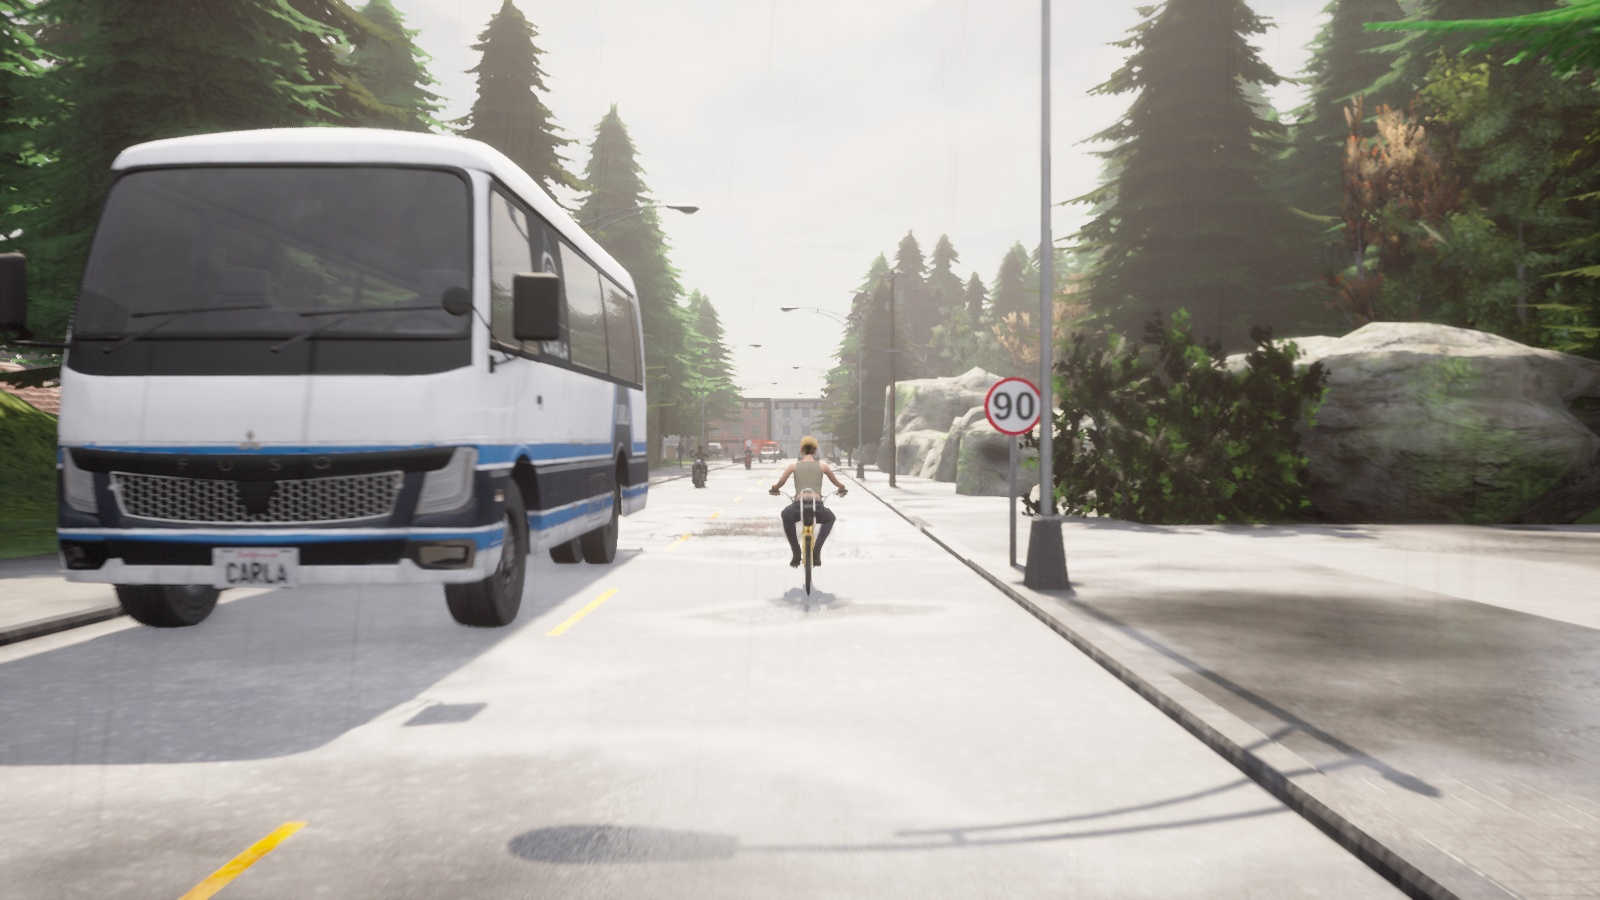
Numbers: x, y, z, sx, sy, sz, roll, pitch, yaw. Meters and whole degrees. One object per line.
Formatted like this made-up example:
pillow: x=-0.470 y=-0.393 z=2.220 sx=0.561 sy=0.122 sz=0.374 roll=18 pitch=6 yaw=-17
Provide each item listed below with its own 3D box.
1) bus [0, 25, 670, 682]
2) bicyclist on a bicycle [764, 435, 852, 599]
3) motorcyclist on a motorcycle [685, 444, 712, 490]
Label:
bus: x=-3.907 y=-0.661 z=13.281 sx=3.944 sy=4.253 sz=10.273 roll=0 pitch=0 yaw=0
bicyclist on a bicycle: x=0.087 y=0.656 z=13.094 sx=0.866 sy=1.612 sz=1.509 roll=0 pitch=0 yaw=1
motorcyclist on a motorcycle: x=-3.691 y=0.597 z=45.824 sx=0.766 sy=1.649 sz=2.350 roll=0 pitch=0 yaw=0
